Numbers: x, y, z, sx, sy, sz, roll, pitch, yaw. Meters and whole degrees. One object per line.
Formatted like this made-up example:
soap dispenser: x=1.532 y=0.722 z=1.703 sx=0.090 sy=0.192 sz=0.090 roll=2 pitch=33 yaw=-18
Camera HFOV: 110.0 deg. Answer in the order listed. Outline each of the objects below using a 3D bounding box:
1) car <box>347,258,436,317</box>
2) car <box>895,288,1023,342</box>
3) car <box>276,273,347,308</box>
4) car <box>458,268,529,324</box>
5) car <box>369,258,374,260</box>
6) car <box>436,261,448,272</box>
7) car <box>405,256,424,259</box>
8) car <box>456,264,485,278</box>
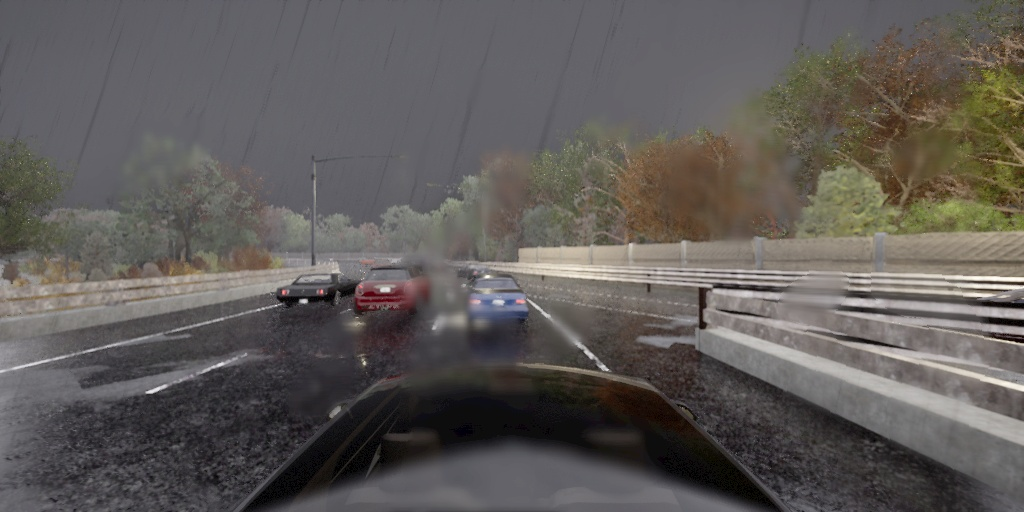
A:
car: x=-4.314 y=1.121 z=13.679 sx=2.097 sy=1.767 sz=4.553 roll=-1 pitch=0 yaw=-6
car: x=10.816 y=1.307 z=6.933 sx=2.033 sy=1.411 sz=5.357 roll=0 pitch=0 yaw=-38
car: x=-8.023 y=1.378 z=15.468 sx=1.895 sy=1.301 sz=4.718 roll=0 pitch=0 yaw=-8
car: x=-0.621 y=1.313 z=12.087 sx=2.033 sy=1.411 sz=5.357 roll=0 pitch=0 yaw=-6
car: x=-14.985 y=1.180 z=41.058 sx=2.097 sy=1.767 sz=4.553 roll=0 pitch=0 yaw=-22
car: x=-9.624 y=1.344 z=46.288 sx=1.837 sy=1.490 sz=4.892 roll=0 pitch=0 yaw=-24
car: x=-11.686 y=1.053 z=42.382 sx=2.150 sy=2.045 sz=5.566 roll=0 pitch=0 yaw=-22
car: x=-3.291 y=1.353 z=30.516 sx=2.033 sy=1.411 sz=5.357 roll=0 pitch=0 yaw=-23
